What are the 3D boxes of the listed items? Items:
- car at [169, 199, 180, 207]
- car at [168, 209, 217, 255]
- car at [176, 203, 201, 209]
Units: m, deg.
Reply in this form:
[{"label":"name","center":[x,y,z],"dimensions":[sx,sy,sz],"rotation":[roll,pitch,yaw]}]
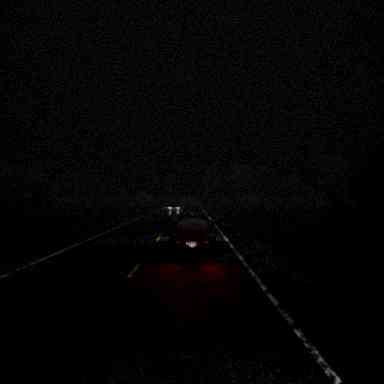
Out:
[{"label":"car","center":[-3.499,2.195,65.699],"dimensions":[1.837,1.490,4.892],"rotation":[0,0,0]},{"label":"car","center":[0.031,1.669,13.901],"dimensions":[1.812,1.442,4.674],"rotation":[0,0,1]},{"label":"car","center":[0.017,1.834,27.521],"dimensions":[2.033,1.411,5.357],"rotation":[0,-1,0]}]
